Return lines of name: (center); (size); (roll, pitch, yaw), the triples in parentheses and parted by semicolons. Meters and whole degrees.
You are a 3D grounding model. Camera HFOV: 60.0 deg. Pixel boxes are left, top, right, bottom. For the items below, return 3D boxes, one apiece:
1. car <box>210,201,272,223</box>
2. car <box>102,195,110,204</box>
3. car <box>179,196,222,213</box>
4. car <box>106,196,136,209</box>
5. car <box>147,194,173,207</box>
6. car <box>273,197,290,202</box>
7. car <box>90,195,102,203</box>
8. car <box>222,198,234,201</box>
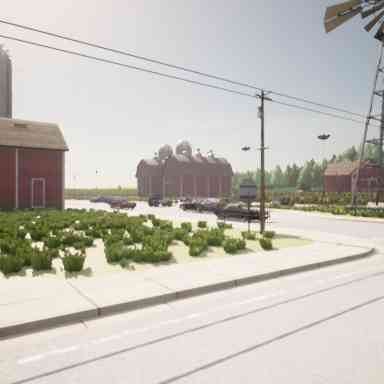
car: (3.850, 1.600, 25.827); (1.895, 1.301, 4.718); (0, 0, -36)
car: (-12.188, 1.546, 53.699); (2.033, 1.411, 5.357); (0, 0, -36)
car: (0.564, 1.490, 36.496); (2.128, 1.511, 4.902); (0, 0, -37)
car: (-9.022, 1.600, 43.263); (1.895, 1.301, 4.718); (0, 0, -36)
car: (-4.932, 1.311, 50.610); (3.866, 1.878, 1.905); (0, 0, -36)
car: (13.165, 1.518, 48.613); (3.905, 1.438, 1.784); (0, 0, -36)
car: (-19.214, 1.478, 70.154); (4.611, 1.667, 2.242); (0, 0, -36)
car: (3.482, 1.504, 40.059); (4.193, 1.474, 1.816); (0, 0, -36)
